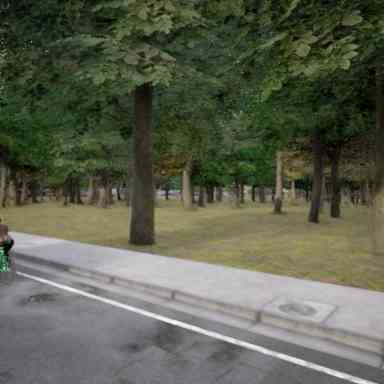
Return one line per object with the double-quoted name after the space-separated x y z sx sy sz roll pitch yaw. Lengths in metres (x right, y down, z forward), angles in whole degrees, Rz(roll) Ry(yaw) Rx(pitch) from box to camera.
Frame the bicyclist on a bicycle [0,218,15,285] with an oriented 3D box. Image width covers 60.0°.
-4.871 1.468 8.415 1.656 1.620 0.582 -1 -1 37 "bicyclist on a bicycle"
